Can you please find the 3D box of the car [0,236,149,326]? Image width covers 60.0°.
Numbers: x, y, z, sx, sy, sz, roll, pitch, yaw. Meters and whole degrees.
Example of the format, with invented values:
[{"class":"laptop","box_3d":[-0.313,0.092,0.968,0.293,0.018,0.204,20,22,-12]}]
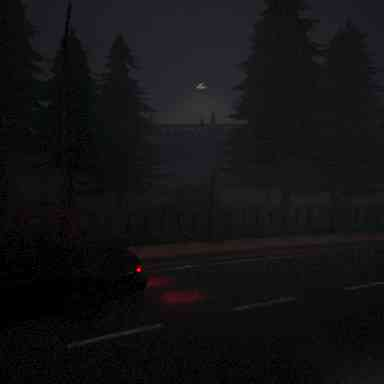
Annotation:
[{"class":"car","box_3d":[-3.444,1.506,5.656,5.357,1.411,2.033,0,0,-34]}]
